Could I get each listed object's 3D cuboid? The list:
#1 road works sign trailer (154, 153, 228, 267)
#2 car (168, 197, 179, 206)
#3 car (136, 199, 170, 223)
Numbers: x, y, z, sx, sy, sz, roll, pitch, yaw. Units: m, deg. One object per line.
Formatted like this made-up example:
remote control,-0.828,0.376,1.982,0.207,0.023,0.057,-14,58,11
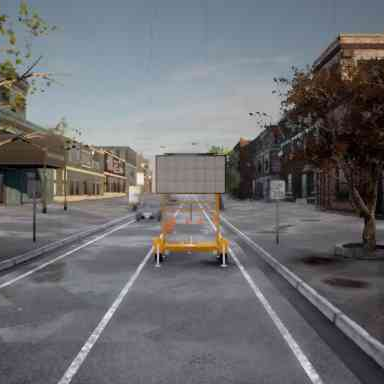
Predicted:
road works sign trailer,-0.037,0.466,11.431,2.380,3.560,2.880,0,0,0
car,-3.185,1.553,54.779,1.895,1.301,4.718,0,0,0
car,-3.186,1.495,26.084,2.128,1.511,4.902,0,0,0
